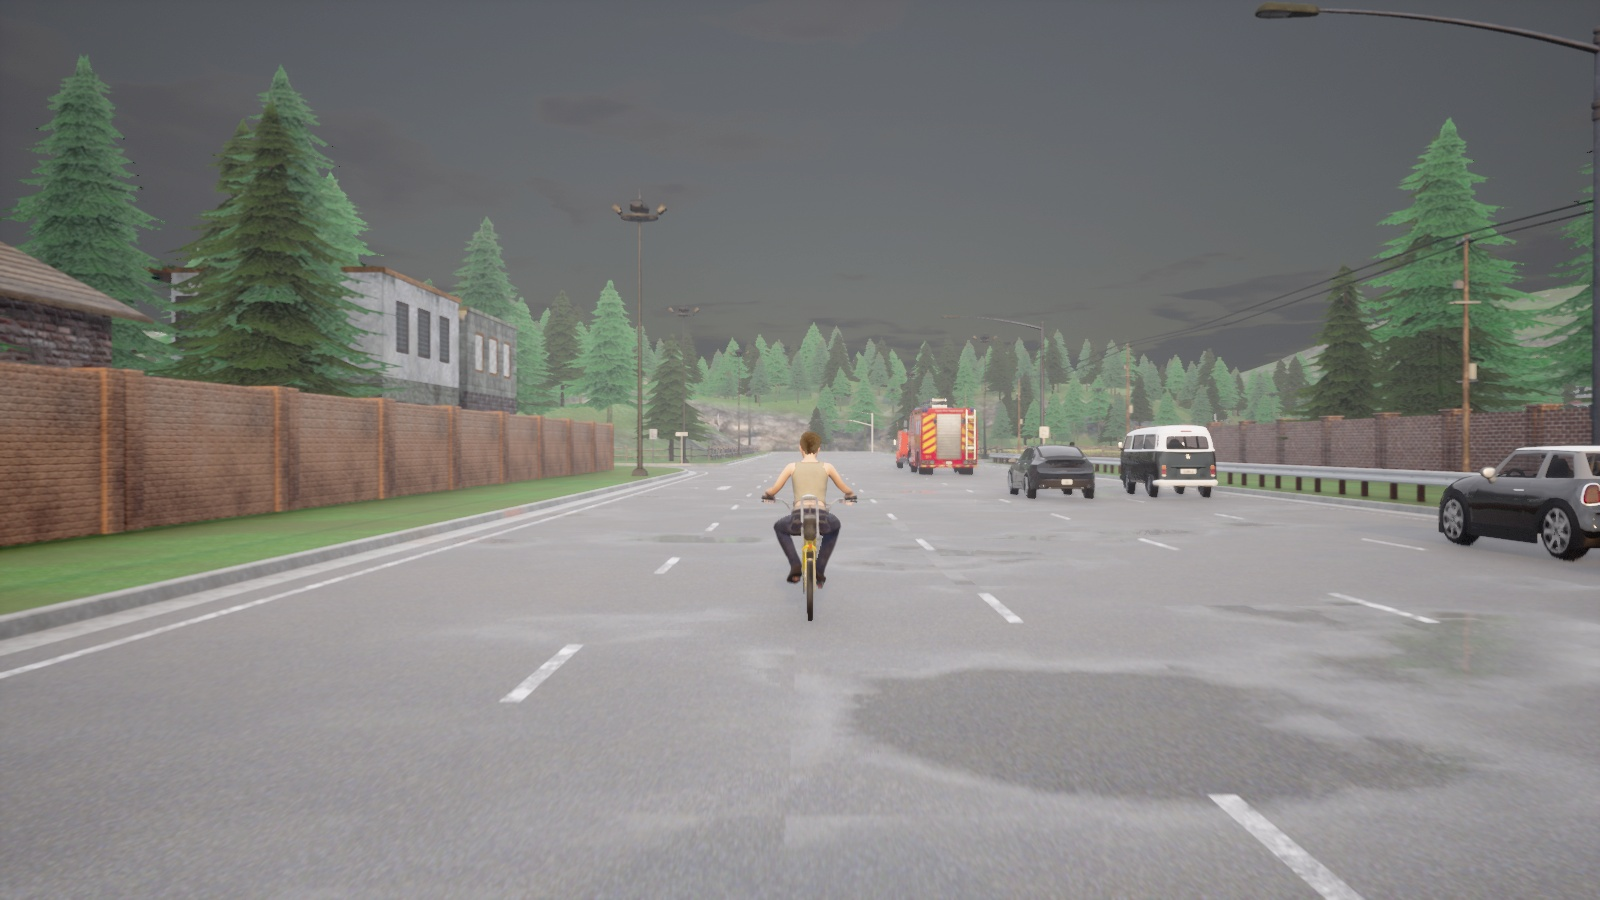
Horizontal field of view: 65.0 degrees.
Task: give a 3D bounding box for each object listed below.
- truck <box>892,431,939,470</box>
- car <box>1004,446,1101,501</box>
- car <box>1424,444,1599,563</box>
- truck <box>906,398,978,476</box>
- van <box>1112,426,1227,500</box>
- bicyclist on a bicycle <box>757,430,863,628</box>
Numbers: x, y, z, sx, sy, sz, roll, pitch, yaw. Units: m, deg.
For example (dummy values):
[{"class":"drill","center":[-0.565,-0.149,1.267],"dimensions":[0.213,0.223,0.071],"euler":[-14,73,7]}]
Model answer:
[{"class":"truck","center":[7.485,-0.037,82.084],"dimensions":[2.627,2.467,5.204],"euler":[0,1,0]},{"class":"car","center":[7.223,0.620,36.347],"dimensions":[1.837,1.490,4.892],"euler":[0,0,0]},{"class":"car","center":[10.615,0.655,17.479],"dimensions":[1.970,1.475,3.806],"euler":[0,0,0]},{"class":"truck","center":[7.397,-0.664,66.547],"dimensions":[2.891,3.827,8.468],"euler":[0,0,0]},{"class":"van","center":[10.726,0.339,36.799],"dimensions":[2.069,2.038,4.480],"euler":[0,0,0]},{"class":"bicyclist on a bicycle","center":[0.083,0.642,11.007],"dimensions":[0.866,1.612,1.509],"euler":[0,0,0]}]
